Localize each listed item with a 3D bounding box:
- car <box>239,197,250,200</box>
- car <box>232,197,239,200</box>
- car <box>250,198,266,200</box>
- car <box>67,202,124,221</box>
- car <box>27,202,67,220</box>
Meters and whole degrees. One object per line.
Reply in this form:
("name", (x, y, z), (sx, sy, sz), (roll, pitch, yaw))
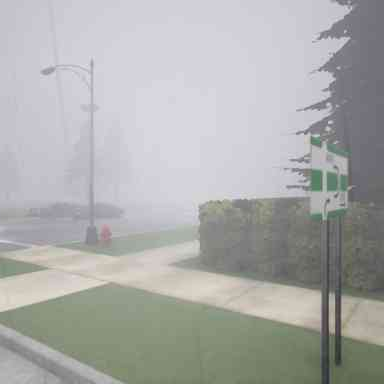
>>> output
("car", (9.388, 1.601, 50.193), (1.895, 1.301, 4.718), (0, 0, 36))
("car", (7.809, 1.525, 53.979), (1.812, 1.442, 4.674), (0, 0, 36))
("car", (10.108, 1.526, 45.311), (1.812, 1.442, 4.674), (0, 0, 36))
("car", (-7.494, 1.564, 26.880), (1.994, 1.385, 4.181), (0, 0, 36))
("car", (-10.940, 1.548, 28.089), (2.033, 1.411, 5.357), (0, 0, 36))
